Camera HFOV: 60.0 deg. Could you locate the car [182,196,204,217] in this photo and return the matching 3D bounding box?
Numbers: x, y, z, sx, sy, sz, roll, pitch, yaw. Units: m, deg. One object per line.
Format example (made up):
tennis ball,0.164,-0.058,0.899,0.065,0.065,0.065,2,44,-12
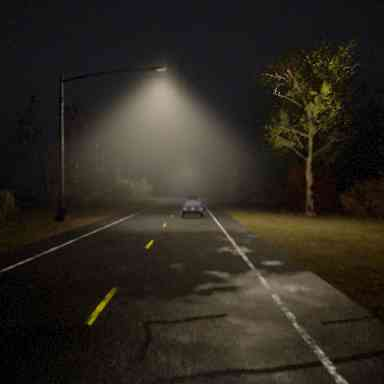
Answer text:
car,0.078,1.358,29.188,2.033,1.411,5.357,0,0,1
